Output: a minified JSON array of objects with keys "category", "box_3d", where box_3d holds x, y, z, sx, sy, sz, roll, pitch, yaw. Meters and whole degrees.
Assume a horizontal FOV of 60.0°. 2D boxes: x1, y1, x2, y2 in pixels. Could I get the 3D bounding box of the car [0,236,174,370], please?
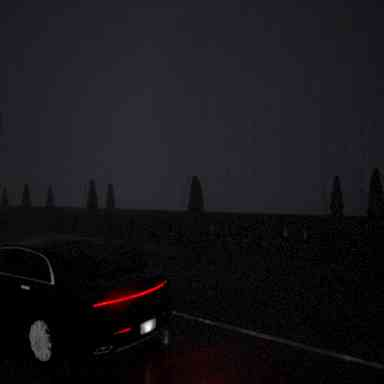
[{"category":"car","box_3d":[-2.548,1.543,5.808,4.892,1.490,1.837,-1,0,36]}]
